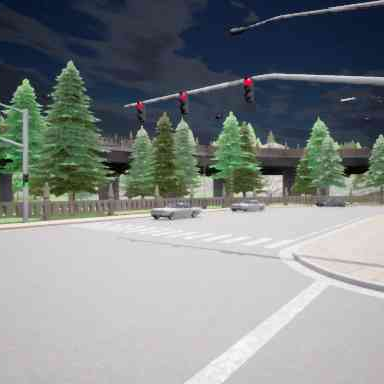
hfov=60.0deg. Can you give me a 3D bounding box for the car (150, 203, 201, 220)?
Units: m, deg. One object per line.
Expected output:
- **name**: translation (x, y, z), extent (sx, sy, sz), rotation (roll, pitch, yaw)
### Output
- **car**: translation (-1.308, 1.577, 27.801), extent (1.895, 1.301, 4.718), rotation (0, 0, 37)

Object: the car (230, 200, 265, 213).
- **car**: translation (6.255, 1.576, 37.290), extent (1.895, 1.301, 4.718), rotation (0, 0, 42)

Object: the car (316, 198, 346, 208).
- **car**: translation (19.536, 1.531, 46.920), extent (4.181, 1.385, 1.994), rotation (0, 0, -23)
